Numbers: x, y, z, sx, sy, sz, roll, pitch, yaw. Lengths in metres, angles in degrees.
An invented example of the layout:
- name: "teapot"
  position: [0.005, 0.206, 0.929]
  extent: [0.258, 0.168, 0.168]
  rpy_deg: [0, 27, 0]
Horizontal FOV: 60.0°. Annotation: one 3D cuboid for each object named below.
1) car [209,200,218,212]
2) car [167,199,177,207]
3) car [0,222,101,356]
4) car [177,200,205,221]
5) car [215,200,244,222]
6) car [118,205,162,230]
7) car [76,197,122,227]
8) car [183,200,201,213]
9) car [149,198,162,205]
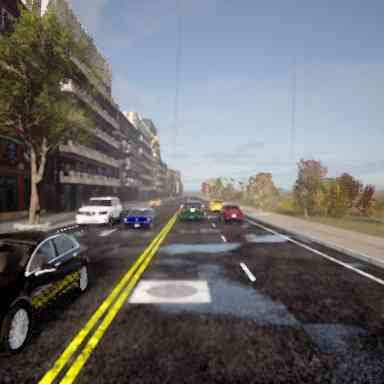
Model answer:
- name: "car"
  position: [3.260, 1.781, 43.581]
  extent: [1.882, 1.535, 5.008]
  rpy_deg: [0, 0, 0]
- name: "car"
  position: [-3.377, 1.997, 60.704]
  extent: [1.994, 1.385, 4.181]
  rpy_deg: [0, 0, 1]
- name: "car"
  position: [-3.355, 1.551, 6.192]
  extent: [1.837, 1.490, 4.892]
  rpy_deg: [0, -1, 0]
- name: "car"
  position: [0.038, 1.555, 29.415]
  extent: [2.097, 1.767, 4.553]
  rpy_deg: [0, 0, 0]
- name: "car"
  position: [3.286, 1.719, 28.340]
  extent: [1.812, 1.442, 4.674]
  rpy_deg: [0, 0, 0]
- name: "car"
  position: [-3.341, 1.758, 22.432]
  extent: [1.895, 1.301, 4.718]
  rpy_deg: [0, 0, 0]
- name: "car"
  position: [-6.581, 1.396, 24.357]
  extent: [2.150, 2.045, 5.566]
  rpy_deg: [0, -1, 0]
- name: "car"
  position: [0.011, 1.797, 43.426]
  extent: [2.128, 1.511, 4.902]
  rpy_deg: [0, 0, 0]
- name: "car"
  position: [-6.626, 1.914, 60.657]
  extent: [1.882, 1.535, 5.008]
  rpy_deg: [0, 0, 1]
